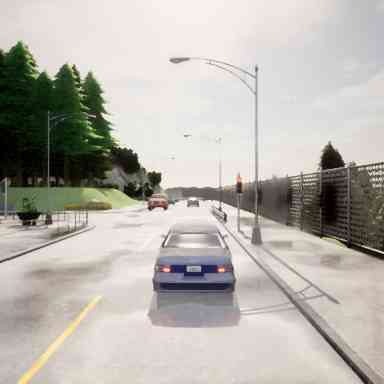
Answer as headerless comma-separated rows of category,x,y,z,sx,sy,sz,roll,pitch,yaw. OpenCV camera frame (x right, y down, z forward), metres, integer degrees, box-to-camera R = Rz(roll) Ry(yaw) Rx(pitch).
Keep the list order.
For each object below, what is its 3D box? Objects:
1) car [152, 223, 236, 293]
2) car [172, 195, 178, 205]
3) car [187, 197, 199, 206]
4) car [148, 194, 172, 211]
car,0.061,1.547,9.001,2.033,1.411,5.357,0,0,1
car,-3.997,1.352,56.397,2.097,1.767,4.553,0,0,0
car,0.186,1.547,53.991,2.033,1.411,5.357,0,0,0
car,-4.107,1.221,41.401,2.150,2.045,5.566,0,0,1
